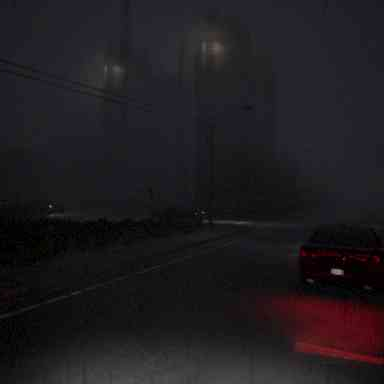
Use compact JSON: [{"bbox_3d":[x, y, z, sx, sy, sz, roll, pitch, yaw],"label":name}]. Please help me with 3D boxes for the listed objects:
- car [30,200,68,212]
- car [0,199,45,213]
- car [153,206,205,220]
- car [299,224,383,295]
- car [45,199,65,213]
[{"bbox_3d":[-19.123,1.822,44.320,5.008,1.535,1.882,0,-1,28],"label":"car"},{"bbox_3d":[-18.569,1.723,35.203,2.242,1.667,4.611,0,-1,28],"label":"car"},{"bbox_3d":[-1.181,1.955,30.722,4.718,1.301,1.895,0,-1,28],"label":"car"},{"bbox_3d":[4.363,1.635,9.445,1.882,1.535,5.008,0,-1,29],"label":"car"},{"bbox_3d":[-17.124,1.654,39.101,4.553,1.767,2.097,0,-1,28],"label":"car"}]
